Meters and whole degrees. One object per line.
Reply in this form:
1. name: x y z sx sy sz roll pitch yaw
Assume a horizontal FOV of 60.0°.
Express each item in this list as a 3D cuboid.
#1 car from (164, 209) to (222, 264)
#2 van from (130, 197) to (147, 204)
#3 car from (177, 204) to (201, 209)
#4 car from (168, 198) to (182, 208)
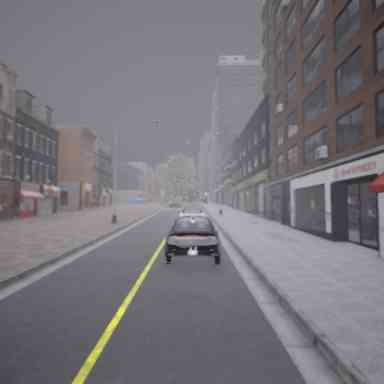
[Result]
1. car: 0.046 1.628 12.420 2.128 1.511 4.902 0 0 1
2. van: -12.921 2.223 80.502 3.998 1.788 1.690 0 -3 0
3. car: 0.039 1.850 26.744 1.895 1.301 4.718 0 0 1
4. car: -2.807 1.776 56.335 2.097 1.767 4.553 0 -1 0
